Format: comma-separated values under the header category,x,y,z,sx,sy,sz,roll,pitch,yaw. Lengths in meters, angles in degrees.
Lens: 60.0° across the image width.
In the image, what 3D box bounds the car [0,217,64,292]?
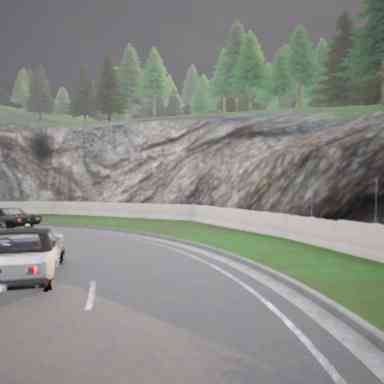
category,x,y,z,sx,sy,sz,roll,pitch,yaw
car,-4.418,1.579,8.578,1.895,1.301,4.718,0,0,-17

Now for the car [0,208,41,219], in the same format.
category,x,y,z,sx,sy,sz,roll,pitch,yaw
car,-11.143,1.552,19.156,4.718,1.301,1.895,0,0,21
